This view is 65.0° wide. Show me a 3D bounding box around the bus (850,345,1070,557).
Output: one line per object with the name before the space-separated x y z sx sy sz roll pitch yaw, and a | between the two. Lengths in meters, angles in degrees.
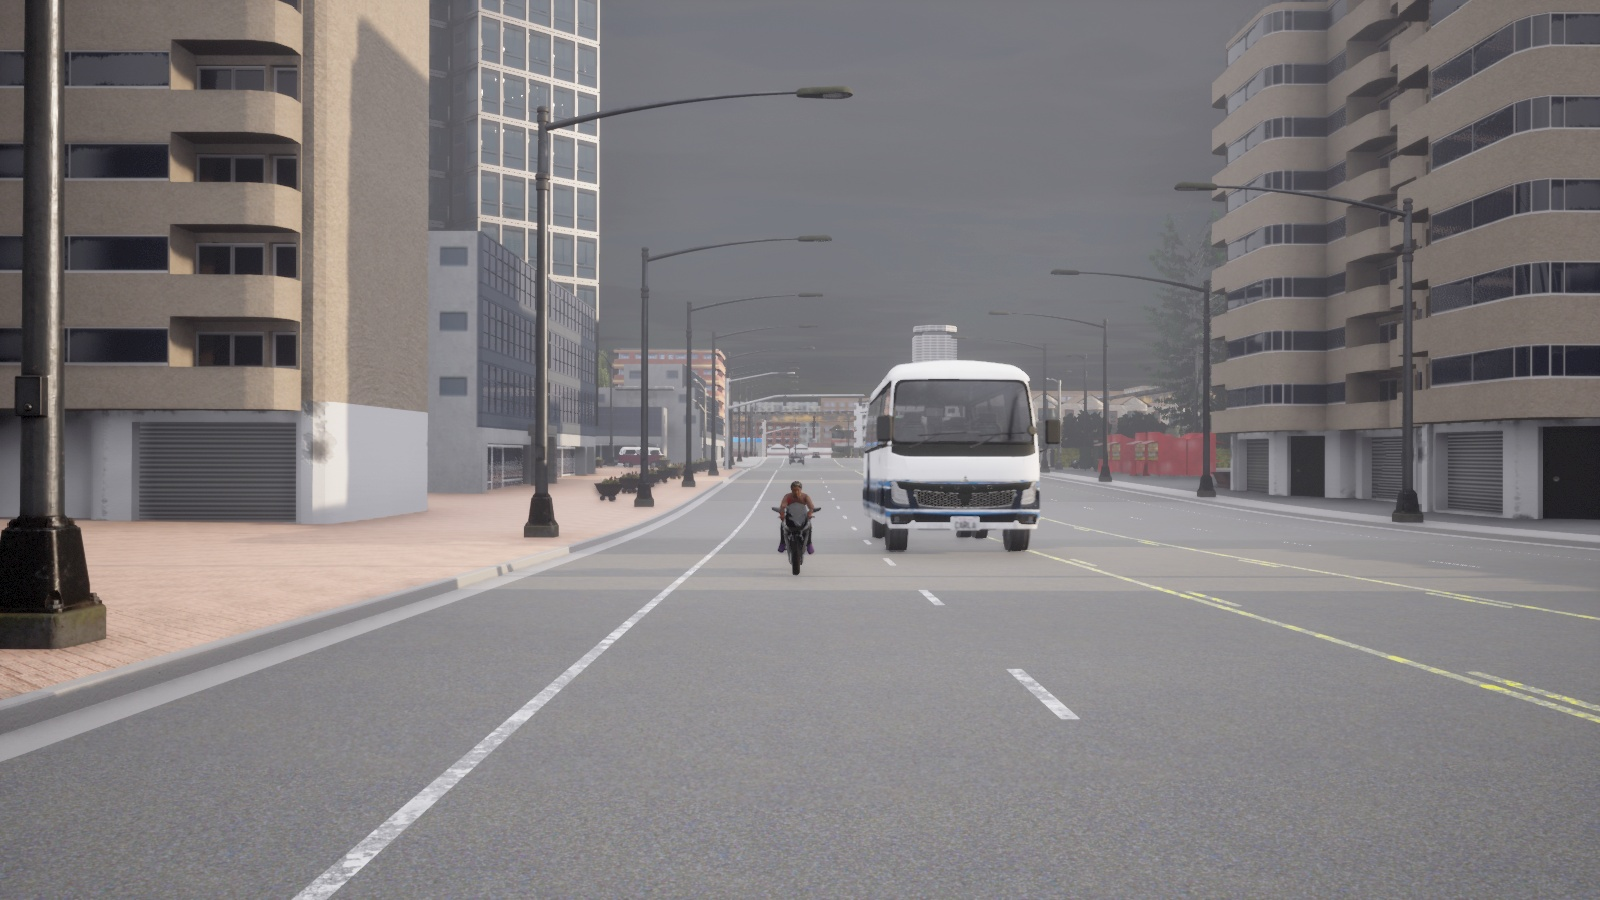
bus | 3.422 0.126 30.361 3.944 4.253 10.273 0 -1 0

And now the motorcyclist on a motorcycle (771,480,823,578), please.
motorcyclist on a motorcycle | -0.049 1.265 20.632 0.797 1.523 2.044 0 -1 0
